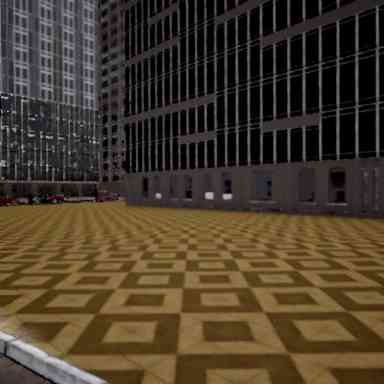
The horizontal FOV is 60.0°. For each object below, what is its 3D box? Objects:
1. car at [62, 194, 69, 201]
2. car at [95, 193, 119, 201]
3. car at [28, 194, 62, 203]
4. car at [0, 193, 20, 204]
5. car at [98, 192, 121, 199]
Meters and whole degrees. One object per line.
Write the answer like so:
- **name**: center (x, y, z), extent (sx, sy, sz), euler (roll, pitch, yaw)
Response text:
- **car**: center (-25.736, 0.999, 63.139), extent (1.887, 1.381, 4.507), euler (1, 2, 45)
- **car**: center (-15.792, 0.958, 61.233), extent (1.802, 1.307, 4.206), euler (1, 2, 45)
- **car**: center (-23.775, 1.152, 53.129), extent (1.947, 1.339, 4.313), euler (1, 2, 45)
- **car**: center (-27.750, 1.131, 49.058), extent (1.967, 1.590, 4.097), euler (1, 2, 45)
- **car**: center (-17.701, 0.811, 71.190), extent (1.947, 1.339, 4.313), euler (1, 2, 45)
